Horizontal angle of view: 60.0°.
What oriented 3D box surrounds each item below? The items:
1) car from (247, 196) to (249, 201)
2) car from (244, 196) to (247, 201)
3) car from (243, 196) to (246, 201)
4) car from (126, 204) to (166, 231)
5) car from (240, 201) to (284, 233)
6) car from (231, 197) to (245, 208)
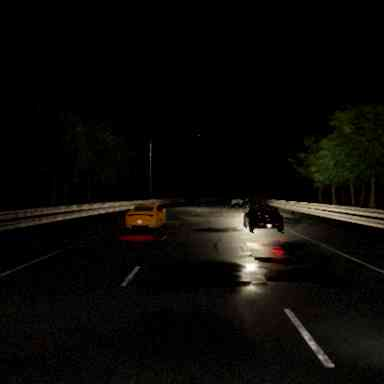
[{"bbox_3d":[12.960,2.330,85.702,1.882,1.535,5.008,0,-1,12],"label":"car"},{"bbox_3d":[10.777,2.137,75.162,1.882,1.535,5.008,0,-1,11],"label":"car"},{"bbox_3d":[8.879,2.015,64.565,2.033,1.411,5.357,0,-1,9],"label":"car"},{"bbox_3d":[-2.777,1.511,20.948,1.882,1.535,5.008,0,0,3],"label":"car"},{"bbox_3d":[4.180,1.534,19.924,1.837,1.490,4.892,0,0,3],"label":"car"},{"bbox_3d":[7.267,1.926,53.946,1.895,1.301,4.718,0,-1,8],"label":"car"}]
